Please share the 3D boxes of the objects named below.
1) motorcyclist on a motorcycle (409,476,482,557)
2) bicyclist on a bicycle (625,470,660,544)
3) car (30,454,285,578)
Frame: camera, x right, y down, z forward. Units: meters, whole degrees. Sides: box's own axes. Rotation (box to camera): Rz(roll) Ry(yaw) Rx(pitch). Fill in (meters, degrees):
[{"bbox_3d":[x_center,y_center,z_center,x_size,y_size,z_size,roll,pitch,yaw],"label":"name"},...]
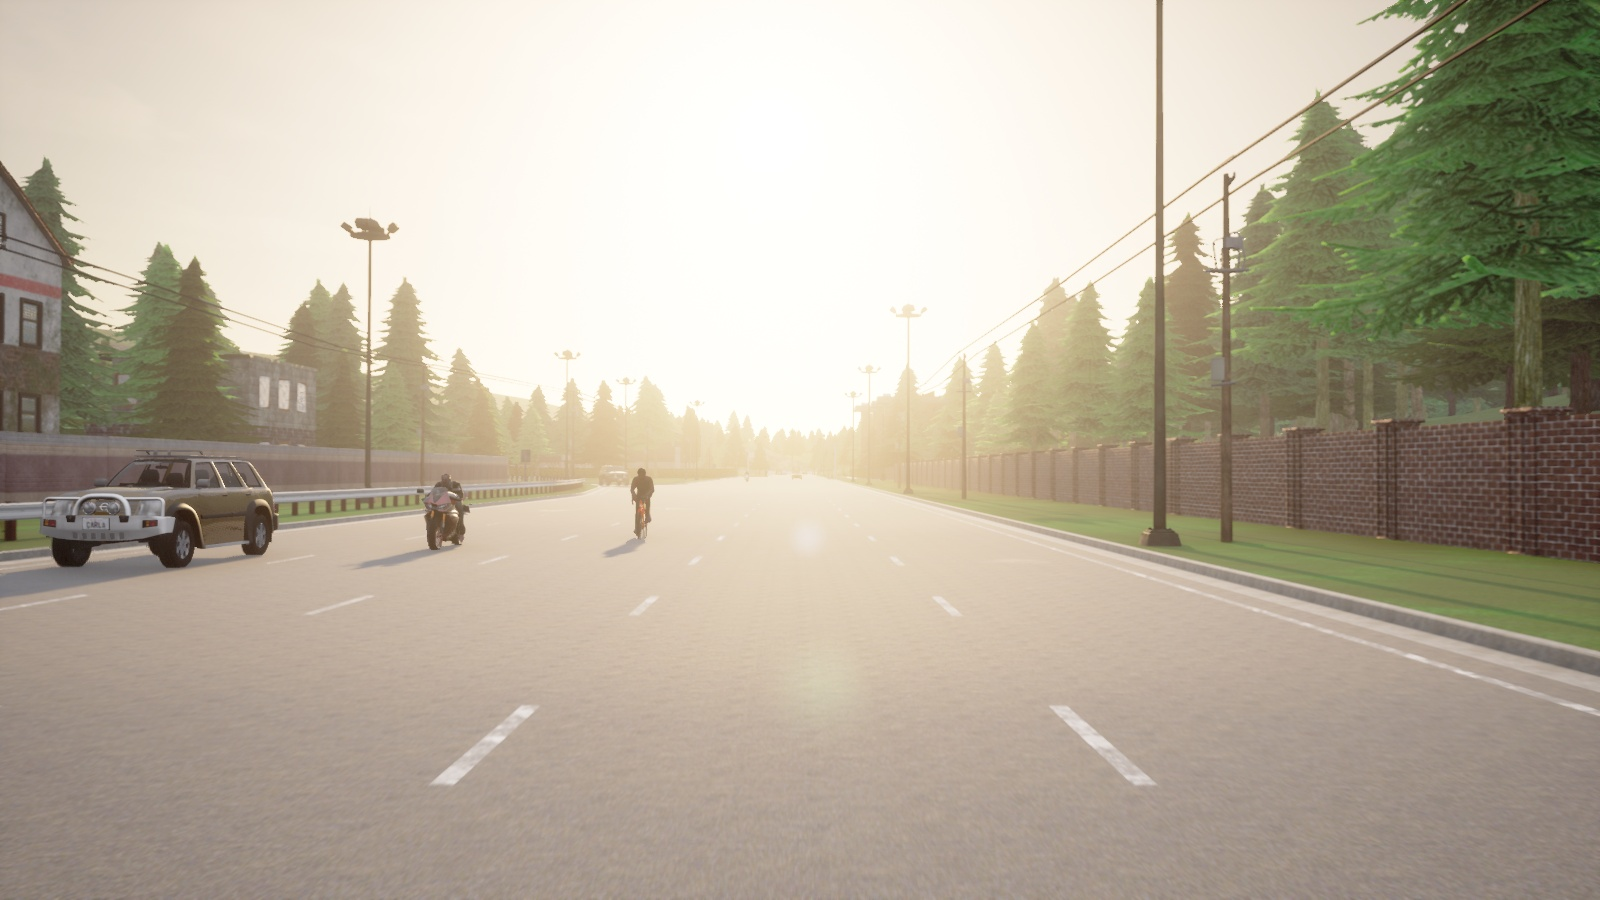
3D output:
[{"bbox_3d":[-7.061,1.299,25.127,0.866,1.530,2.191,0,-1,0],"label":"motorcyclist on a motorcycle"},{"bbox_3d":[-3.568,1.259,28.500,0.582,1.620,1.656,0,-1,0],"label":"bicyclist on a bicycle"},{"bbox_3d":[-10.552,1.027,21.088,1.932,1.855,4.605,0,-1,0],"label":"car"}]
